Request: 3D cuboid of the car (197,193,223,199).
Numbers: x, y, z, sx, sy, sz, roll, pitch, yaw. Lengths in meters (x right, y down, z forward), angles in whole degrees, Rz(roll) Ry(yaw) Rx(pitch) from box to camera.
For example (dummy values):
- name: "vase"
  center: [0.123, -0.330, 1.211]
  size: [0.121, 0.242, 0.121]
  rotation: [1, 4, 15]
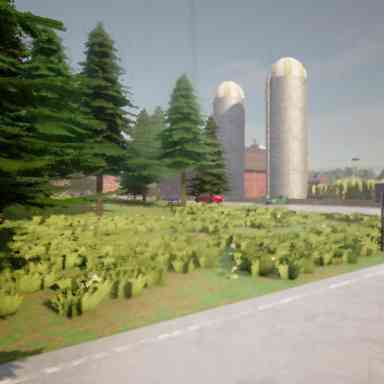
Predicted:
- name: "car"
  center: [2.863, 0.999, 55.024]
  size: [2.150, 2.045, 5.566]
  rotation: [0, -1, -34]

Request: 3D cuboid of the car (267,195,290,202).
- name: "car"
  center: [13.147, 1.254, 50.820]
  size: [3.988, 1.617, 1.851]
  rotation: [0, 0, -36]

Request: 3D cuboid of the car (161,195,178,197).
- name: "car"
  center: [-4.085, 1.309, 64.918]
  size: [1.812, 1.442, 4.674]
  rotation: [0, 0, -35]

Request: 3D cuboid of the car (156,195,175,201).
- name: "car"
  center: [-6.166, 1.320, 77.594]
  size: [4.181, 1.381, 1.994]
  rotation: [0, 0, -36]
